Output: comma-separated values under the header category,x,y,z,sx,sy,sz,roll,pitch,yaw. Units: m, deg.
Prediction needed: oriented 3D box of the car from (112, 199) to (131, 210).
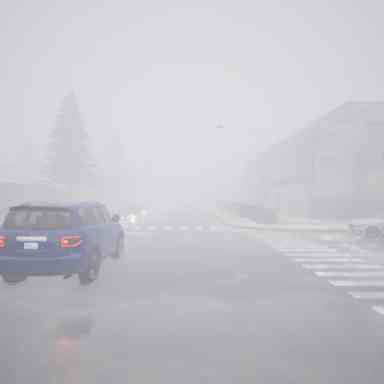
category,x,y,z,sx,sy,sz,roll,pitch,yaw
car,-10.925,1.919,51.752,1.837,1.490,4.892,0,0,0

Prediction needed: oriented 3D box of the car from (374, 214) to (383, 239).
category,x,y,z,sx,sy,sz,roll,pitch,yaw
car,10.944,1.772,14.505,4.718,1.301,1.895,0,-1,-1

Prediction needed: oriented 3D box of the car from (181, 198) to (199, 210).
category,x,y,z,sx,sy,sz,roll,pitch,yaw
car,-0.287,2.060,52.165,1.895,1.301,4.718,0,-1,0

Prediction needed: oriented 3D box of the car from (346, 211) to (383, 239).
category,x,y,z,sx,sy,sz,roll,pitch,yaw
car,10.901,1.728,18.047,4.674,1.442,1.812,0,-1,1

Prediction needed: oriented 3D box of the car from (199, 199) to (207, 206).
category,x,y,z,sx,sy,sz,roll,pitch,yaw
car,1.818,2.184,70.815,1.994,1.385,4.181,0,-1,20

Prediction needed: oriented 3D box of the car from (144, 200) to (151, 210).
category,x,y,z,sx,sy,sz,roll,pitch,yaw
car,-7.428,1.910,50.722,2.128,1.511,4.902,0,-1,0

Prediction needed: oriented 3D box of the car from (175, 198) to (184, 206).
category,x,y,z,sx,sy,sz,roll,pitch,yaw
car,-1.911,1.971,70.666,2.097,1.767,4.553,0,-1,20

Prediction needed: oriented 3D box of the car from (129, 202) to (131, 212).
category,x,y,z,sx,sy,sz,roll,pitch,yaw
car,-7.381,1.774,31.344,1.812,1.442,4.674,0,-1,0

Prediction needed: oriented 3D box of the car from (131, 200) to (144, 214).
category,x,y,z,sx,sy,sz,roll,pitch,yaw
car,-7.420,1.929,40.441,1.895,1.301,4.718,0,-1,0

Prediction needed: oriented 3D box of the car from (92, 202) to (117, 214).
category,x,y,z,sx,sy,sz,roll,pitch,yaw
car,-10.924,1.928,41.817,1.895,1.301,4.718,0,-1,0

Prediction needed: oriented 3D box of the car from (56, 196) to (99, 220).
category,x,y,z,sx,sy,sz,roll,pitch,yaw
car,-10.876,1.464,32.100,2.150,2.045,5.566,0,-1,0

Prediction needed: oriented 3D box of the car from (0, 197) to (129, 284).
category,x,y,z,sx,sy,sz,roll,pitch,yaw
car,-3.555,1.297,9.978,2.150,2.045,5.566,0,0,-1
